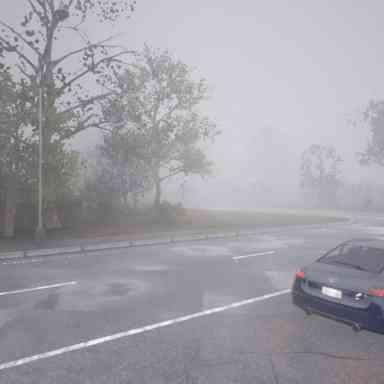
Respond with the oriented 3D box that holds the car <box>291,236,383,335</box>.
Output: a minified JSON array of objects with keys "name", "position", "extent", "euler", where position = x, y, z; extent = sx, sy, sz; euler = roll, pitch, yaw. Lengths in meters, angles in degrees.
[{"name":"car","position":[3.857,1.564,6.445],"extent":[4.181,1.385,1.994],"euler":[0,0,-35]}]
